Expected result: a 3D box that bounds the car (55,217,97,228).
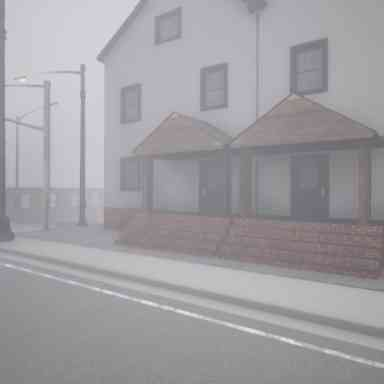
[{"bbox_3d":[-11.345,3.213,33.166,1.994,1.385,4.181,0,-8,36],"label":"car"}]
